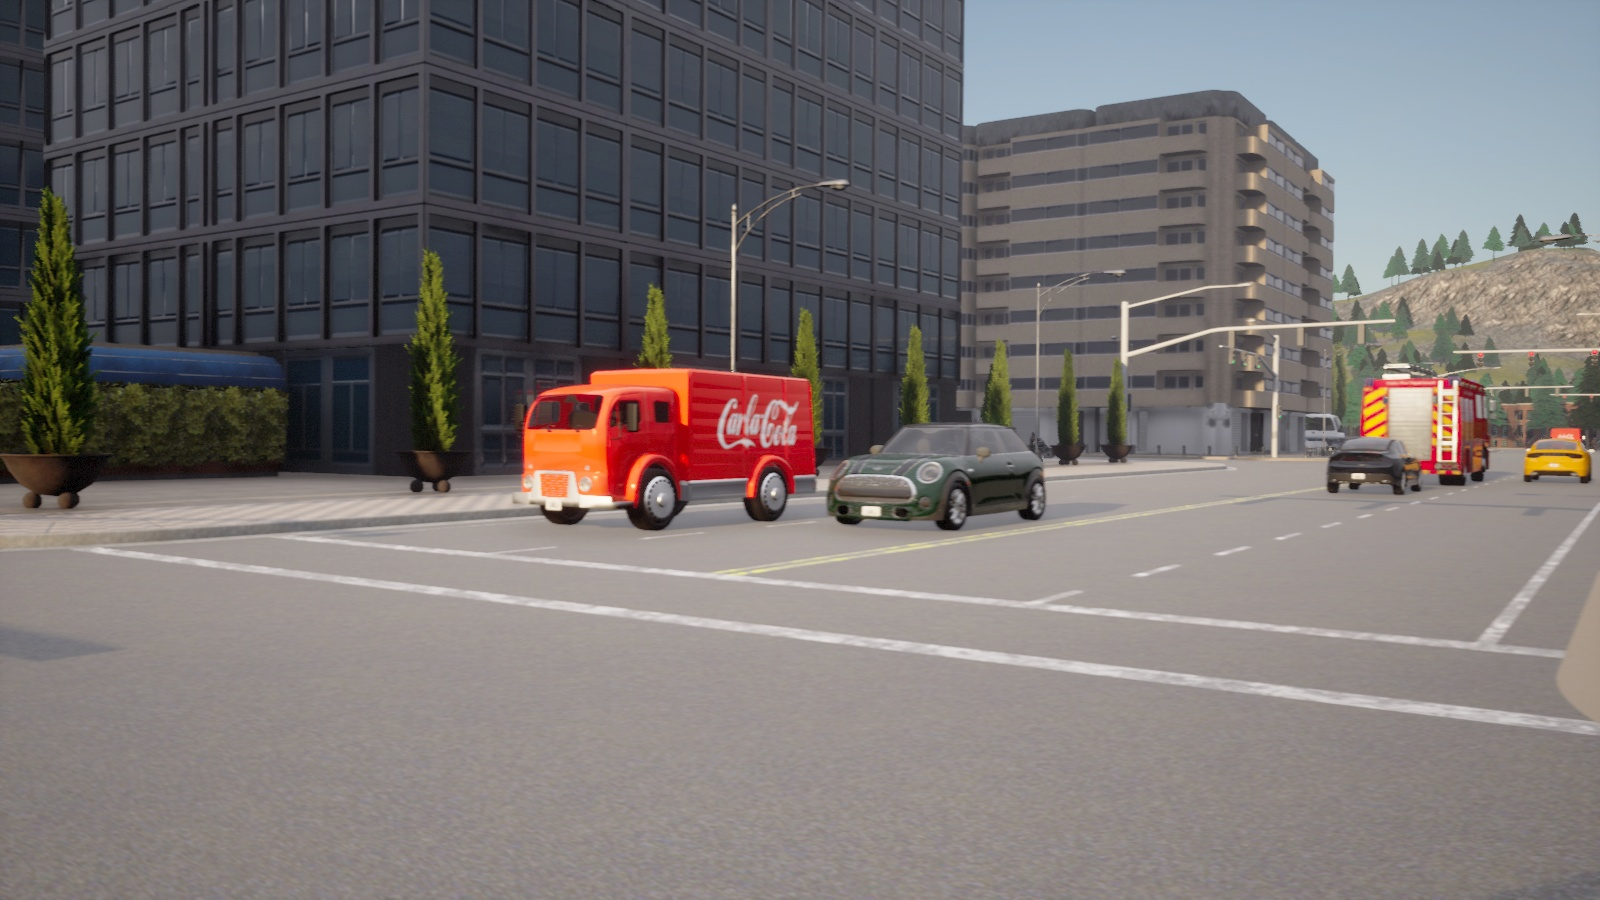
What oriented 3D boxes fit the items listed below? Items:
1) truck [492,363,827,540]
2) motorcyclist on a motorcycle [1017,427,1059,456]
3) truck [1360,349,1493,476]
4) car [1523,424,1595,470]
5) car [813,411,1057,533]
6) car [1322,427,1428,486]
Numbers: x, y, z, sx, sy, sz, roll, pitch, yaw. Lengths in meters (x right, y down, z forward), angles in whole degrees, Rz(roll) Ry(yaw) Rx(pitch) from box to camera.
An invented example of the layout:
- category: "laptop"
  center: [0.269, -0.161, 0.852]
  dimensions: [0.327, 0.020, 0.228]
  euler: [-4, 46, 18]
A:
- category: "truck"
  center: [-2.089, -0.015, 20.404]
  dimensions: [2.627, 2.467, 5.204]
  euler: [0, 1, 34]
- category: "motorcyclist on a motorcycle"
  center: [14.017, -0.510, 73.946]
  dimensions: [2.350, 1.649, 0.766]
  euler: [0, 1, 34]
- category: "truck"
  center: [21.292, -1.205, 42.373]
  dimensions: [2.891, 3.827, 8.468]
  euler: [0, 1, 34]
- category: "car"
  center: [26.681, -0.134, 44.078]
  dimensions: [1.882, 1.535, 5.008]
  euler: [0, 1, 34]
- category: "car"
  center: [2.358, 0.286, 20.723]
  dimensions: [2.097, 1.767, 4.553]
  euler: [0, 1, 34]
- category: "car"
  center: [15.682, 0.129, 34.113]
  dimensions: [1.837, 1.490, 4.892]
  euler: [0, 1, 34]
